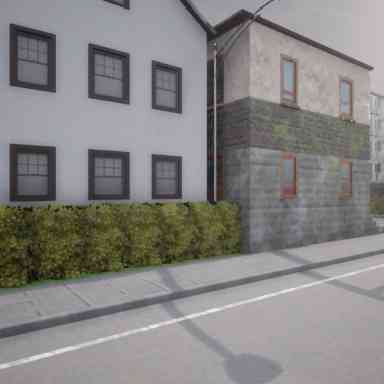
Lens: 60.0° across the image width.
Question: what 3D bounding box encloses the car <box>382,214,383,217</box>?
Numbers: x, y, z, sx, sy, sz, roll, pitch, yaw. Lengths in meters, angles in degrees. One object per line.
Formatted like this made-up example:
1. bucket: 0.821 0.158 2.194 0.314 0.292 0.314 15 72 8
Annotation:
1. car: 17.646 1.780 26.004 4.718 1.301 1.895 0 0 45
